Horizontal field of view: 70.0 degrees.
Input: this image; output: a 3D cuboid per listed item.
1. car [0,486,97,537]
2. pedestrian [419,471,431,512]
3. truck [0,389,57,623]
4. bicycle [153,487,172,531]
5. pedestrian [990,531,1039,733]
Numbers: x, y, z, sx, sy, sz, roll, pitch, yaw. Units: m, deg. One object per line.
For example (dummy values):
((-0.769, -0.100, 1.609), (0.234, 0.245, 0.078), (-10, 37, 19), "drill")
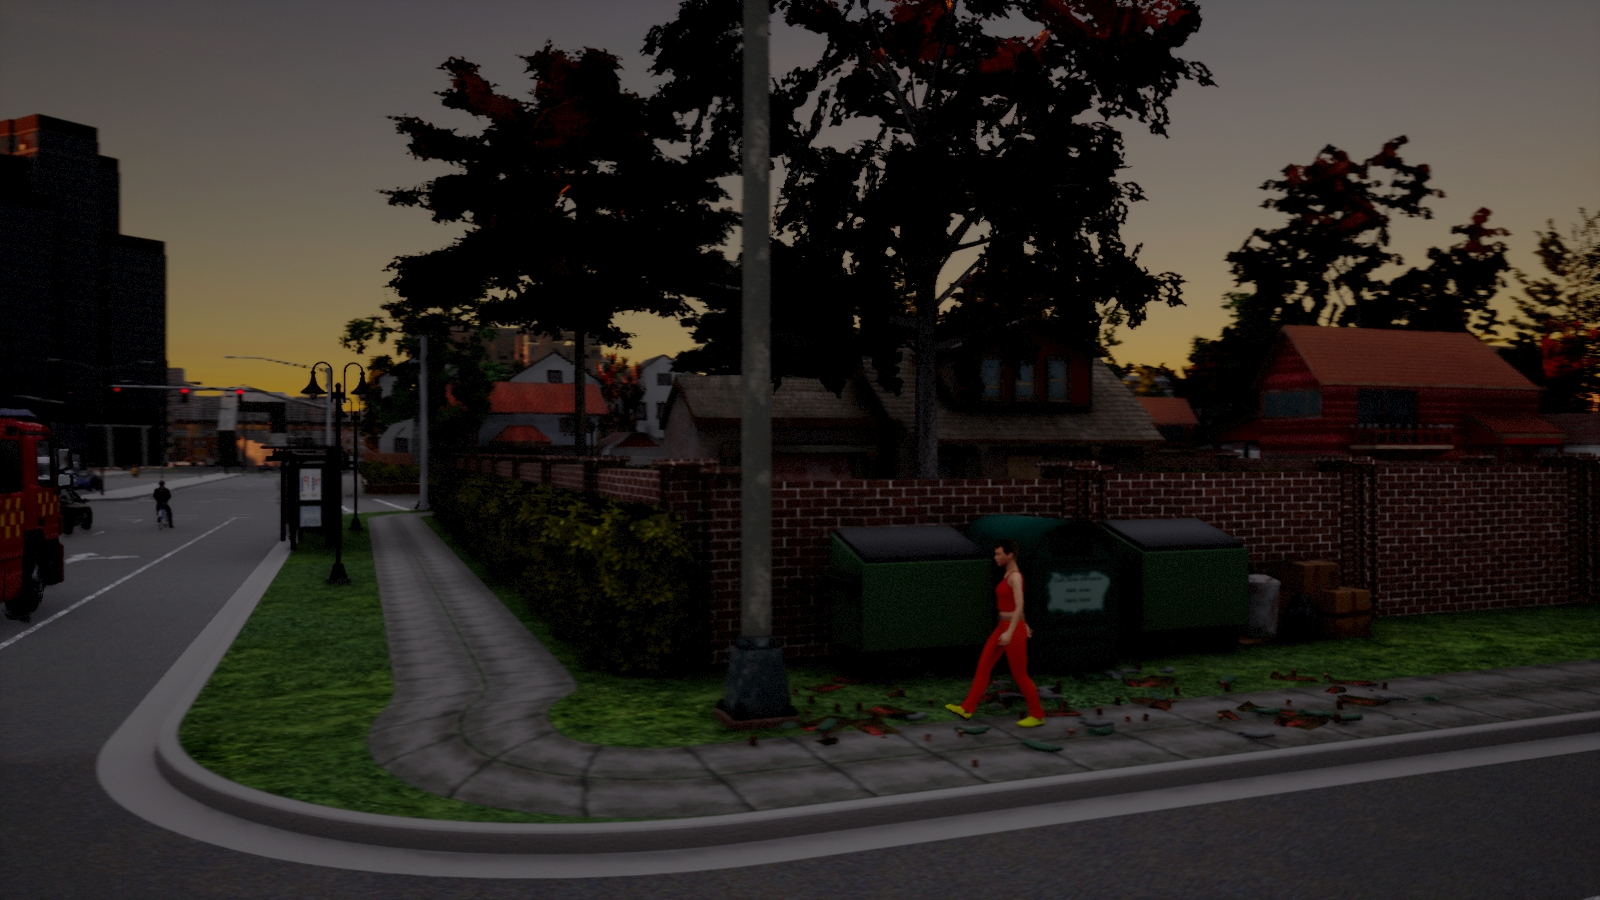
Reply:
((-26.182, 2.103, 39.932), (2.007, 1.525, 4.514), (0, 0, -22), "car")
((-17.404, 1.925, 53.012), (0.375, 1.860, 0.375), (0, 0, 6), "pedestrian")
((-14.089, 0.919, 17.139), (2.891, 3.827, 8.468), (0, 0, -18), "truck")
((-23.035, 2.112, 41.296), (0.329, 1.496, 1.835), (0, 0, -21), "bicycle")
((2.032, 1.710, 10.855), (0.375, 1.860, 0.375), (0, 0, -4), "pedestrian")
